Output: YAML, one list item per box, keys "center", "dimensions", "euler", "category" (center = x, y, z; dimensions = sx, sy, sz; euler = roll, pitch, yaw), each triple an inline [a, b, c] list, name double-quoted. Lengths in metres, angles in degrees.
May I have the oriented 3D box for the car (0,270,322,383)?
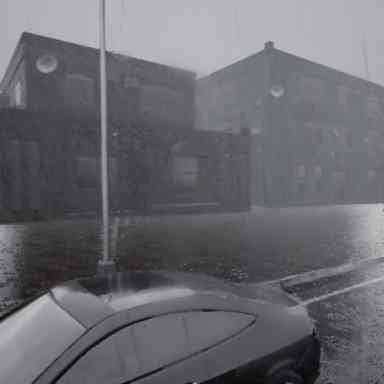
- center: [-0.781, 1.525, 2.822]
  dimensions: [4.674, 1.442, 1.812]
  euler: [0, 0, -36]
  category: "car"
